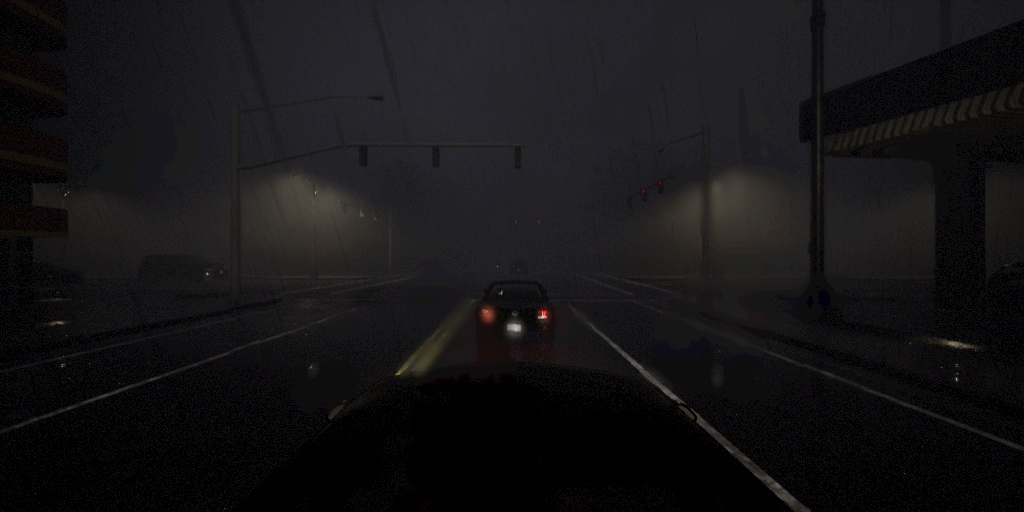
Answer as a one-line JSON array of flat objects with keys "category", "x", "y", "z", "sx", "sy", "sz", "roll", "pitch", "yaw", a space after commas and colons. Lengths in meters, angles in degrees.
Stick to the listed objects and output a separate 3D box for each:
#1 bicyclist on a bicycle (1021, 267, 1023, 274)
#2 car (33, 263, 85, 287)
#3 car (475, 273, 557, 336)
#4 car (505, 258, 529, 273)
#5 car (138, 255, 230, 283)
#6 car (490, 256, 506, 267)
[{"category": "bicyclist on a bicycle", "x": 26.016, "y": 1.107, "z": 17.924, "sx": 0.582, "sy": 1.620, "sz": 1.656, "roll": 0, "pitch": -9, "yaw": 18}, {"category": "car", "x": -30.925, "y": 1.188, "z": 23.295, "sx": 5.008, "sy": 1.535, "sz": 1.882, "roll": 0, "pitch": 0, "yaw": 1}, {"category": "car", "x": 0.099, "y": 1.335, "z": 10.291, "sx": 1.895, "sy": 1.301, "sz": 4.718, "roll": 0, "pitch": 0, "yaw": 0}, {"category": "car", "x": 0.724, "y": 1.176, "z": 37.669, "sx": 2.128, "sy": 1.511, "sz": 4.902, "roll": 0, "pitch": 0, "yaw": 2}, {"category": "car", "x": -24.326, "y": 0.926, "z": 26.687, "sx": 5.566, "sy": 2.045, "sz": 2.150, "roll": 0, "pitch": 0, "yaw": 0}, {"category": "car", "x": -2.609, "y": 1.134, "z": 61.006, "sx": 2.128, "sy": 1.511, "sz": 4.902, "roll": 0, "pitch": 0, "yaw": 1}]
